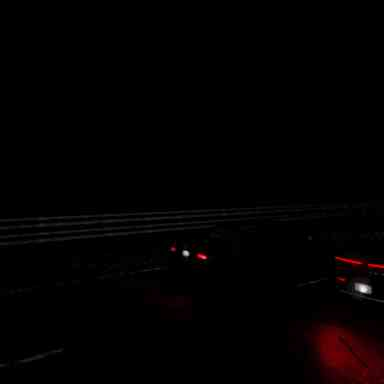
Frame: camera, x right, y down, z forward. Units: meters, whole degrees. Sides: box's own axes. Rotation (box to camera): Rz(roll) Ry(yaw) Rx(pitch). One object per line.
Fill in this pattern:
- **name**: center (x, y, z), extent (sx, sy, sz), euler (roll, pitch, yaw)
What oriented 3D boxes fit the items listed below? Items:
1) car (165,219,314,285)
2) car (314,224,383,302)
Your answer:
- **car**: center (1.897, 1.498, 9.399), extent (5.357, 1.411, 2.033), euler (-1, 0, -35)
- **car**: center (5.011, 1.446, 7.315), extent (4.892, 1.490, 1.837), euler (0, 0, -35)
